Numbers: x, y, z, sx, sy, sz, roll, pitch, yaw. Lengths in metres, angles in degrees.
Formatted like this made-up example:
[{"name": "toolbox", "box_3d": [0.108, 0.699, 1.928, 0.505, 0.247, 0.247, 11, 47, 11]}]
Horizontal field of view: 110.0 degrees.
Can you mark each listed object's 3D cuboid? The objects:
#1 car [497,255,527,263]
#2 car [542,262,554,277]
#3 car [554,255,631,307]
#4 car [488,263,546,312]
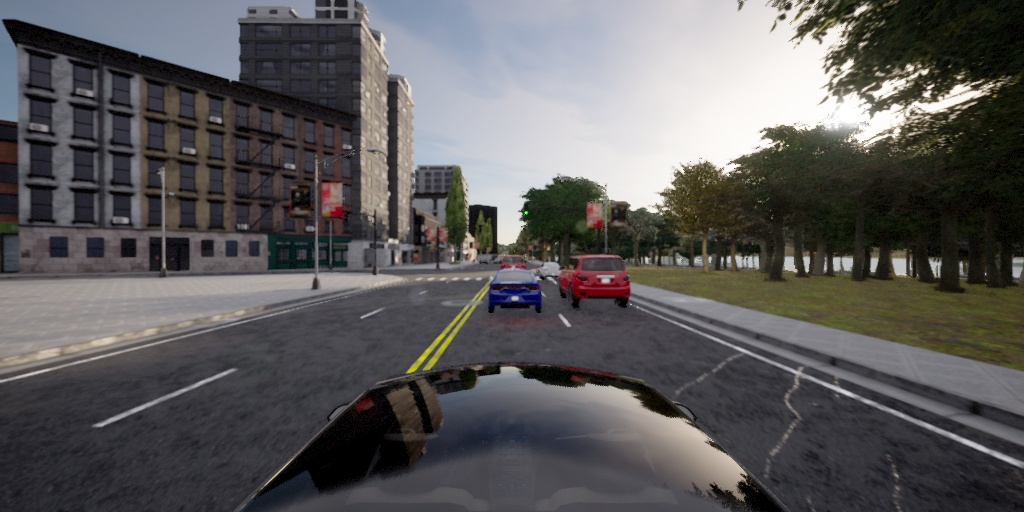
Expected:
[{"name": "car", "box_3d": [0.108, 0.962, 30.879, 2.150, 2.045, 5.566, 0, 0, 0]}, {"name": "car", "box_3d": [3.355, 1.264, 31.612, 1.812, 1.442, 4.674, 0, 0, 0]}, {"name": "car", "box_3d": [3.352, 0.968, 15.499, 2.150, 2.045, 5.566, 0, 0, 0]}, {"name": "car", "box_3d": [0.101, 1.223, 14.251, 1.882, 1.535, 5.008, 0, 0, 0]}]
